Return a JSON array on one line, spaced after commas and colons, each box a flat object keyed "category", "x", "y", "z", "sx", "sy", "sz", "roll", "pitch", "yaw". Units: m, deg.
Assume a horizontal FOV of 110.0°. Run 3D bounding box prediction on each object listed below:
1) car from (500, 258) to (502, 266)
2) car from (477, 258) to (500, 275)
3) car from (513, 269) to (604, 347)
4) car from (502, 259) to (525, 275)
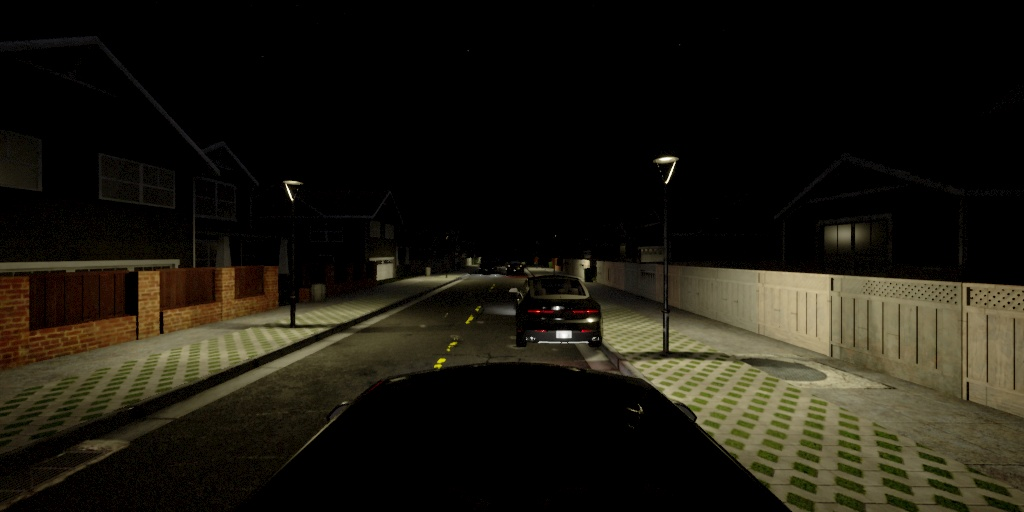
[{"category": "car", "x": -2.347, "y": 1.138, "z": 64.251, "sx": 1.882, "sy": 1.535, "sz": 5.008, "roll": 0, "pitch": 0, "yaw": 0}, {"category": "car", "x": -2.608, "y": 1.209, "z": 39.125, "sx": 1.837, "sy": 1.490, "sz": 4.892, "roll": 0, "pitch": 0, "yaw": 0}, {"category": "car", "x": 1.010, "y": 1.251, "z": 9.265, "sx": 1.837, "sy": 1.490, "sz": 4.892, "roll": 0, "pitch": 0, "yaw": 0}, {"category": "car", "x": 0.311, "y": 1.198, "z": 37.573, "sx": 2.128, "sy": 1.511, "sz": 4.902, "roll": 0, "pitch": 0, "yaw": 1}]
